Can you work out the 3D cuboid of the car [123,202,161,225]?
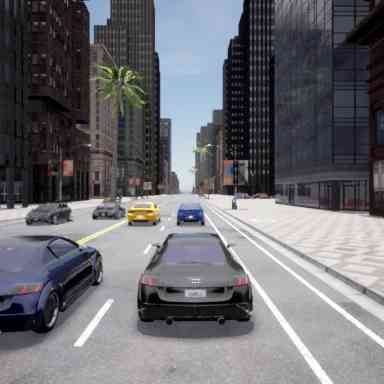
[{"bbox_3d":[-3.361,1.477,24.008,1.882,1.535,5.008,0,0,0],"label":"car"}]

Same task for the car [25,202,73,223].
[{"bbox_3d":[-10.060,1.504,23.760,1.837,1.490,4.892,0,0,-1],"label":"car"}]

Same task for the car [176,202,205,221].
[{"bbox_3d":[-0.110,1.477,24.034,1.882,1.535,5.008,0,0,-1],"label":"car"}]

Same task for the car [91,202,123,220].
[{"bbox_3d":[-6.842,1.563,27.512,1.994,1.385,4.181,0,0,0],"label":"car"}]

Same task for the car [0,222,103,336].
[{"bbox_3d":[-3.210,1.563,6.778,1.994,1.385,4.181,0,0,0],"label":"car"}]

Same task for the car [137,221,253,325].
[{"bbox_3d":[0.036,1.563,7.230,1.994,1.385,4.181,0,0,0],"label":"car"}]
